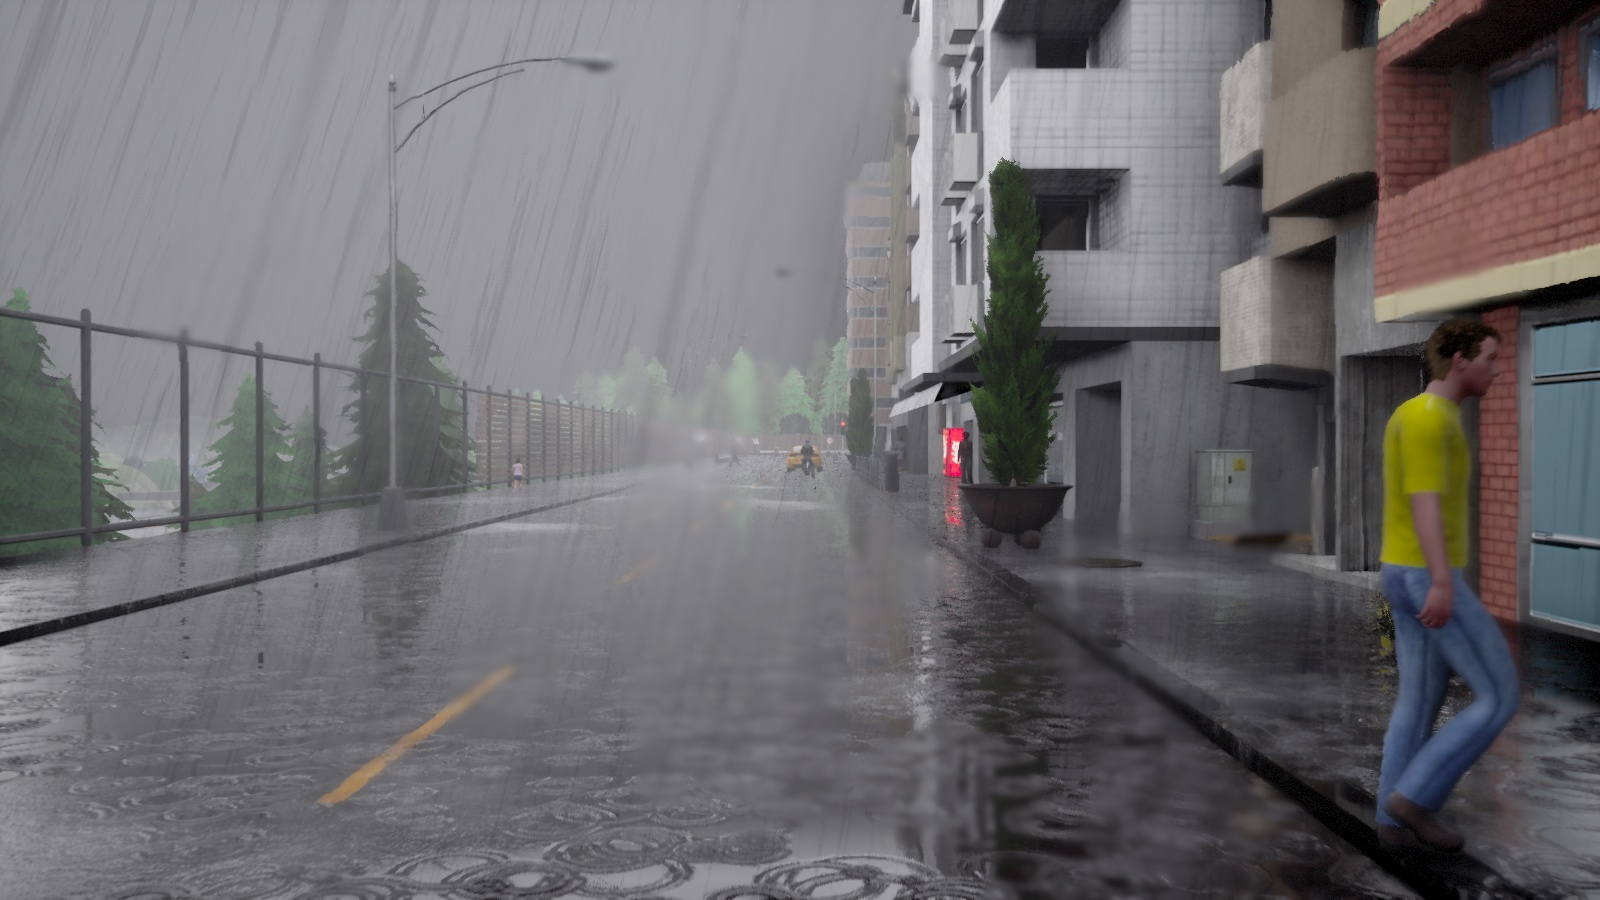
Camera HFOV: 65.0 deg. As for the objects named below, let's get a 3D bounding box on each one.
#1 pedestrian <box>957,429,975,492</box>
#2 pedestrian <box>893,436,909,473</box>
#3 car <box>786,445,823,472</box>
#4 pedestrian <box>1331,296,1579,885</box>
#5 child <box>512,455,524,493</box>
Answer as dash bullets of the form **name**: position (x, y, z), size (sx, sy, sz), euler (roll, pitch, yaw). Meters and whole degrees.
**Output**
- **pedestrian**: position (5.109, 0.321, 38.600), size (0.402, 1.930, 0.666), euler (0, 0, 20)
- **pedestrian**: position (5.393, 0.217, 67.051), size (0.659, 1.952, 0.873), euler (0, 0, -7)
- **car**: position (0.313, 0.464, 71.865), size (1.882, 1.535, 5.008), euler (0, 0, 3)
- **pedestrian**: position (2.174, 0.437, 4.220), size (0.706, 1.836, 0.354), euler (0, 0, 24)
- **child**: position (-8.180, 0.698, 36.435), size (0.255, 1.110, 0.394), euler (0, 0, 1)
